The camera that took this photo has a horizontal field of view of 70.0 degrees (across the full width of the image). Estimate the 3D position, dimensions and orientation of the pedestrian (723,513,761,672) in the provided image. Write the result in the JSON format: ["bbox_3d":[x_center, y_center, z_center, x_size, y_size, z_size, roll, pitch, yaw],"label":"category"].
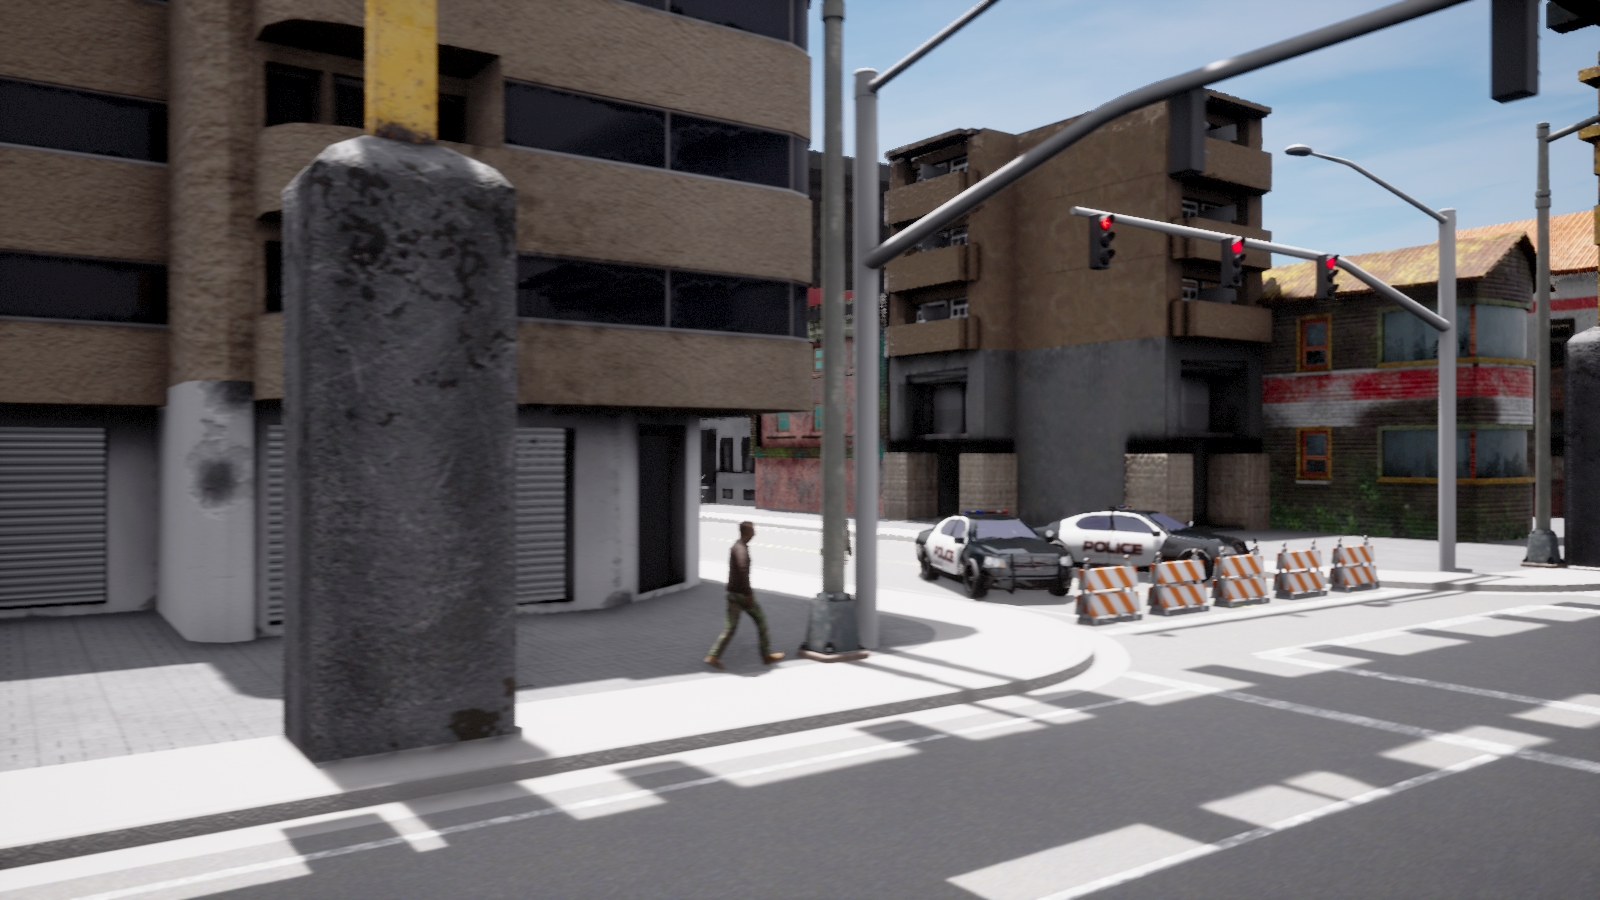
[{"bbox_3d":[-0.695,1.701,13.749,0.375,1.860,0.375,0,0,-17],"label":"pedestrian"}]
